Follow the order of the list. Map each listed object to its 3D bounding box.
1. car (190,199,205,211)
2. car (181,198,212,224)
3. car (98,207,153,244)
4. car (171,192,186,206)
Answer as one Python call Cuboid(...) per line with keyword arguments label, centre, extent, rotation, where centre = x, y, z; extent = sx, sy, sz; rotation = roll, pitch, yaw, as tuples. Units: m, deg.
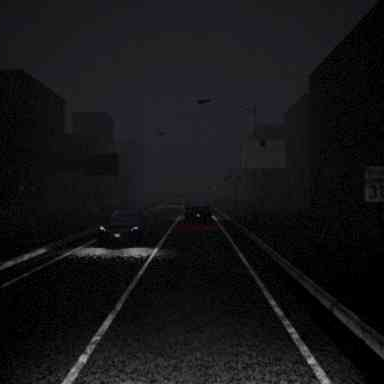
Cuboid(label="car", centre=(0.679, 1.566, 41.172), extent=(1.812, 1.442, 4.674), rotation=(0, 0, 1))
Cuboid(label="car", centre=(0.440, 1.397, 24.088), extent=(1.882, 1.535, 5.008), rotation=(0, -1, 1))
Cuboid(label="car", centre=(-2.888, 1.422, 15.320), extent=(1.812, 1.442, 4.674), rotation=(0, 0, 1))
Cuboid(label="car", centre=(-2.266, 1.165, 56.407), extent=(2.150, 2.045, 5.566), rotation=(-1, 2, 1))
